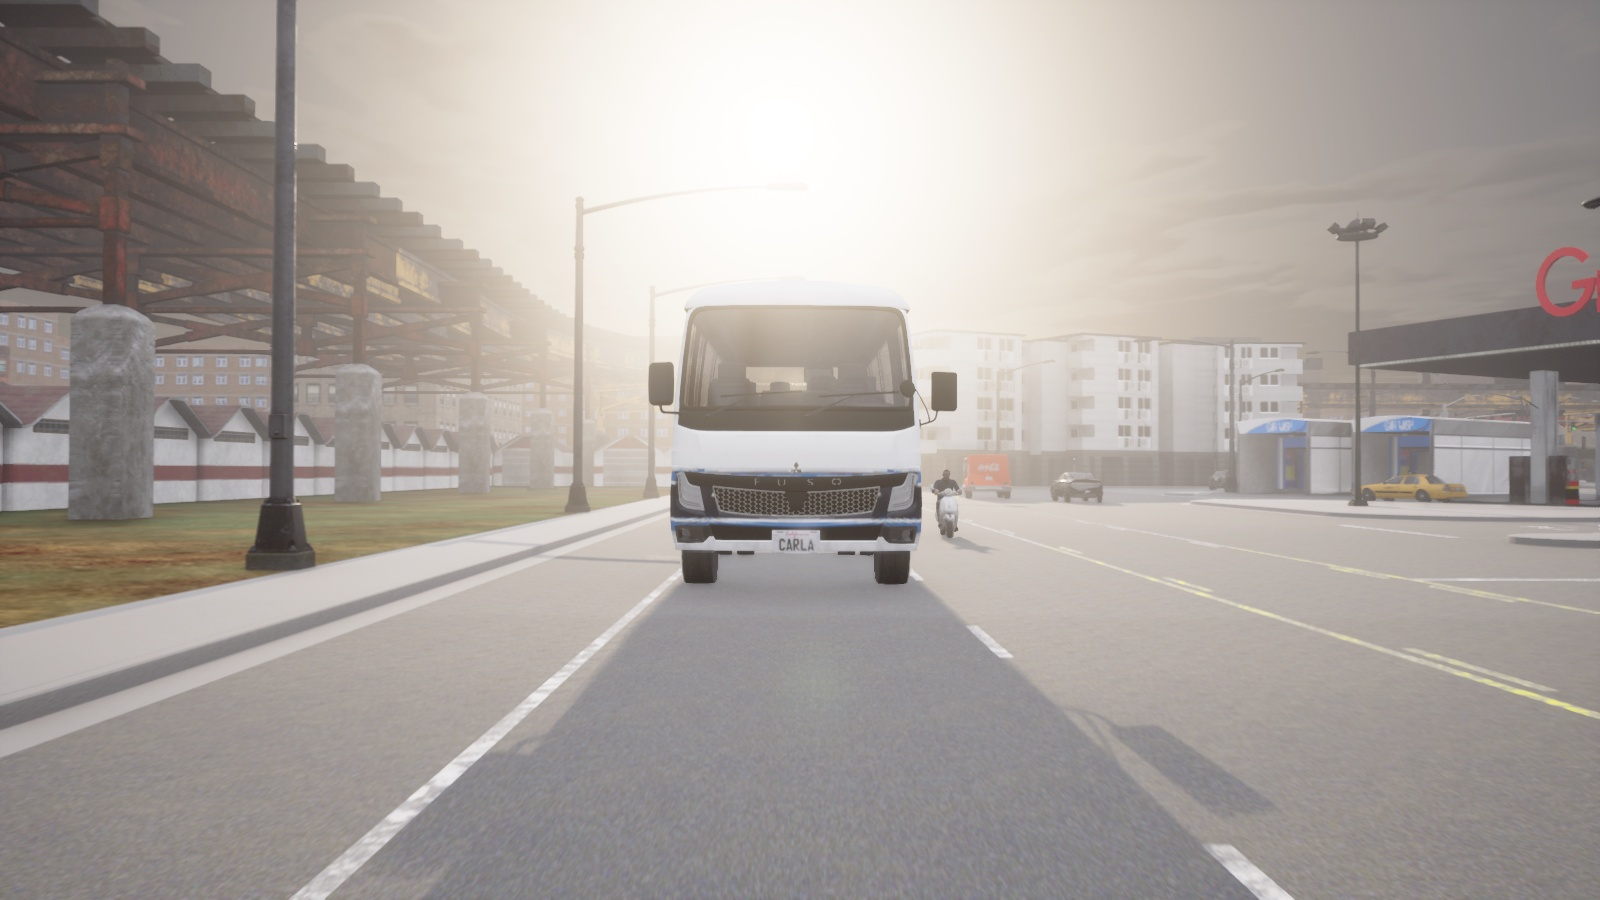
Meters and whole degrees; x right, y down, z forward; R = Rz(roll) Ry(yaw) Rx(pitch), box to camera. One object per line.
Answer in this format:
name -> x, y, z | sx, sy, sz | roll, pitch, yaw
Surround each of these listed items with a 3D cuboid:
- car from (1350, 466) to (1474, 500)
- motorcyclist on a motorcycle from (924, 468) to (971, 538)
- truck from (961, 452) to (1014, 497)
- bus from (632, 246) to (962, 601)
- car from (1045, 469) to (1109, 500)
car -> 30.001, 1.600, 61.750 | 1.801, 1.575, 5.366 | 0, -1, -31
motorcyclist on a motorcycle -> 3.426, 1.213, 29.322 | 0.866, 1.590, 1.817 | 0, -1, 0
truck -> 10.615, 1.405, 71.584 | 2.627, 2.467, 5.204 | -1, -1, 5
bus -> -0.058, -0.245, 20.210 | 3.944, 4.253, 10.273 | 0, -1, 0
car -> 13.843, 1.701, 62.975 | 2.128, 1.511, 4.902 | 0, -1, 0
